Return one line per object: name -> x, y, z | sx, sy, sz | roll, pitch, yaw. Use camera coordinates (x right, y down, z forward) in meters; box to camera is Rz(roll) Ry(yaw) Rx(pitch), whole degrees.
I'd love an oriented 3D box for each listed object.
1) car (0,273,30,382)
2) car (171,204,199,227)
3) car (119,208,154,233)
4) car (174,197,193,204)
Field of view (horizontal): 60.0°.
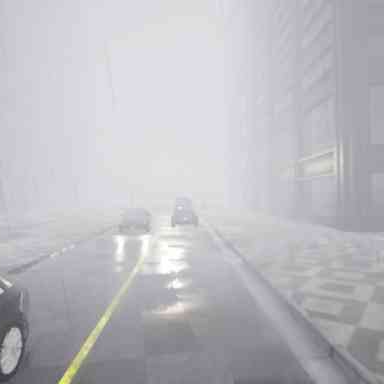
car -> -3.112, 1.570, 2.746 | 1.837, 1.490, 4.892 | -1, -1, -2
car -> -0.557, 1.841, 25.086 | 1.994, 1.385, 4.181 | -1, -1, -2
car -> -3.565, 1.800, 21.841 | 1.812, 1.442, 4.674 | -1, 0, -2
car -> -1.083, 1.691, 42.331 | 2.150, 2.045, 5.566 | -1, 0, -1
